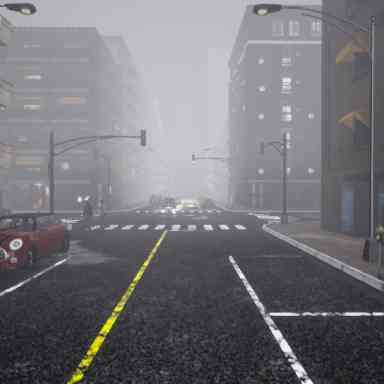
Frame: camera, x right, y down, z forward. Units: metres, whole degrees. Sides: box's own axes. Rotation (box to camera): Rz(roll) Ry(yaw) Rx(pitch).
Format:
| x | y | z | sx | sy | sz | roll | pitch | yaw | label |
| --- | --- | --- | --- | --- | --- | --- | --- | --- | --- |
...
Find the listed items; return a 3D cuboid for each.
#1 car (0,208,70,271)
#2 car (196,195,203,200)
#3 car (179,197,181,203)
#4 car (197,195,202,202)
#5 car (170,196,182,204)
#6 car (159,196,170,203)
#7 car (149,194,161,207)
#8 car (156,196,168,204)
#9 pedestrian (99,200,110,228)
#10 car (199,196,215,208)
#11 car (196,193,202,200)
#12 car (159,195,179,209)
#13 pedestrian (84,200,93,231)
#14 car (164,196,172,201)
| x | y | z | sx | sy | sz | roll | pitch | yaw | label |
| --- | --- | --- | --- | --- | --- | --- | --- | --- | --- |
| -5.515 | 1.437 | 10.720 | 1.967 | 1.590 | 4.097 | -1 | 0 | 0 | car |
| 2.053 | 1.546 | 91.456 | 1.802 | 1.307 | 4.206 | -1 | 0 | 0 | car |
| -3.145 | 1.583 | 55.945 | 1.895 | 1.301 | 4.718 | 0 | 0 | 0 | car |
| 2.266 | 1.534 | 52.682 | 2.008 | 1.369 | 4.403 | -1 | 0 | 0 | car |
| -3.139 | 1.525 | 66.596 | 2.033 | 1.411 | 5.357 | 0 | 0 | 1 | car |
| -5.706 | 1.558 | 69.310 | 1.802 | 1.307 | 4.206 | -1 | 0 | 0 | car |
| -5.618 | 1.298 | 52.698 | 2.192 | 1.841 | 5.009 | -1 | 0 | 0 | car |
| -5.675 | 1.504 | 63.602 | 1.752 | 1.417 | 4.829 | -1 | 0 | 0 | car |
| -5.457 | 1.288 | 20.384 | 0.375 | 1.860 | 0.375 | -1 | 1 | 0 | pedestrian |
| 2.296 | 1.568 | 47.143 | 1.802 | 1.307 | 4.206 | -1 | 0 | 0 | car |
| 2.144 | 1.518 | 74.839 | 1.887 | 1.381 | 4.507 | -1 | 0 | 0 | car |
| -3.093 | 1.491 | 45.845 | 1.837 | 1.490 | 4.892 | 0 | 0 | 0 | car |
| -6.010 | 1.289 | 19.183 | 0.375 | 1.860 | 0.375 | -1 | 1 | 0 | pedestrian |
| -5.767 | 1.553 | 80.383 | 1.802 | 1.307 | 4.206 | -1 | 0 | 0 | car |
